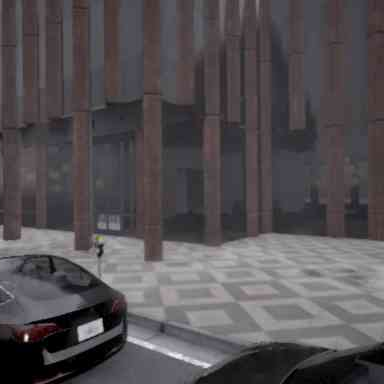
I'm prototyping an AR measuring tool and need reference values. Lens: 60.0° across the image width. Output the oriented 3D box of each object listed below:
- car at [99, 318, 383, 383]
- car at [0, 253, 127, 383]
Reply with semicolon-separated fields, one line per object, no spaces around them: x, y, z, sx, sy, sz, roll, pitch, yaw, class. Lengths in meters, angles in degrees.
1.733;1.561;1.728;4.313;1.339;1.947;-1;0;35;car
-2.842;1.620;4.989;4.313;1.339;1.947;-1;0;35;car
